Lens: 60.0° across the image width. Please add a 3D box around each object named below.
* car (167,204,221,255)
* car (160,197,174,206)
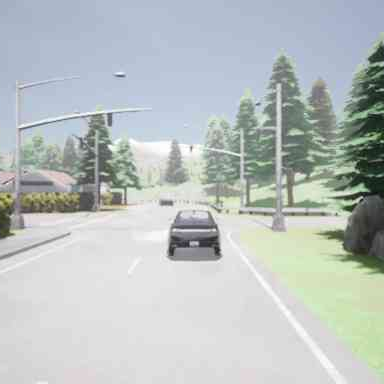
[{"bbox_3d":[0.080,1.453,13.131,2.128,1.511,4.902,0,0,0],"label":"car"},{"bbox_3d":[-3.829,1.457,50.112,1.895,1.301,4.718,0,0,-9],"label":"car"}]
